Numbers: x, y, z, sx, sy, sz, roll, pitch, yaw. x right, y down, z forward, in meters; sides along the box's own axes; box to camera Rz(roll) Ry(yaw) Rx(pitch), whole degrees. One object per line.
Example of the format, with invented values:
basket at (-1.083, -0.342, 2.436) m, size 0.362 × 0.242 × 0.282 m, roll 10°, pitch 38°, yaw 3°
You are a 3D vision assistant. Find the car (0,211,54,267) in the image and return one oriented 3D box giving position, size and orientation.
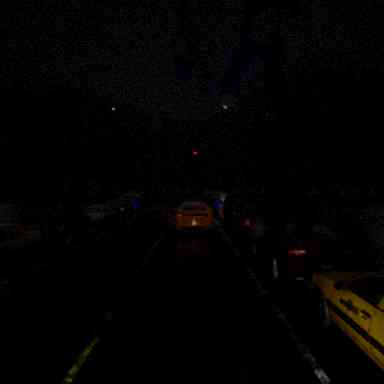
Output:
car at (-5.725, 1.493, 8.992) m, size 1.752 × 1.417 × 4.829 m, roll -1°, pitch 1°, yaw 0°

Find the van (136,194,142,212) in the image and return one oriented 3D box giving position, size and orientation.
van at (-5.678, 1.047, 30.908) m, size 1.690 × 1.788 × 3.998 m, roll -1°, pitch 1°, yaw 0°

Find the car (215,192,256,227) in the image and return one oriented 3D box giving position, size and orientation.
car at (2.822, 1.035, 20.012) m, size 2.192 × 1.841 × 5.009 m, roll -1°, pitch 1°, yaw 0°

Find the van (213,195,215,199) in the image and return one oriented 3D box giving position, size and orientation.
van at (2.834, 0.996, 25.450) m, size 1.690 × 1.788 × 3.998 m, roll -1°, pitch 1°, yaw 0°

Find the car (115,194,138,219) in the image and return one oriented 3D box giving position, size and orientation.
car at (-5.689, 1.211, 25.472) m, size 1.967 × 1.590 × 4.097 m, roll -1°, pitch 1°, yaw 0°

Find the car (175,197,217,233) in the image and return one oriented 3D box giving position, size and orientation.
car at (0.129, 1.258, 17.993) m, size 1.882 × 1.535 × 5.008 m, roll -1°, pitch 1°, yaw 1°

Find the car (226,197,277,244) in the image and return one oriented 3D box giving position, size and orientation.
car at (2.811, 1.225, 14.576) m, size 1.967 × 1.590 × 4.097 m, roll -1°, pitch 1°, yaw 0°

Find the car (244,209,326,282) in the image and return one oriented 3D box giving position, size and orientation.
car at (2.800, 1.395, 9.141) m, size 1.887 × 1.381 × 4.507 m, roll -1°, pitch 1°, yaw 0°

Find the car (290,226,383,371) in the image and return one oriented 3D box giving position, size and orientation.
car at (2.788, 1.439, 3.873) m, size 1.752 × 1.417 × 4.829 m, roll -1°, pitch 1°, yaw 0°

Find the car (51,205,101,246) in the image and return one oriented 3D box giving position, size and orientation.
car at (-5.711, 1.466, 14.599) m, size 1.947 × 1.339 × 4.313 m, roll -1°, pitch 1°, yaw 0°

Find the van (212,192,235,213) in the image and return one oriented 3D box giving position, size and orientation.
van at (2.847, 0.932, 30.887) m, size 1.690 × 1.788 × 3.998 m, roll -1°, pitch 1°, yaw 0°

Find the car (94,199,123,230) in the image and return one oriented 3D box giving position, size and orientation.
car at (-5.700, 1.362, 19.866) m, size 1.752 × 1.417 × 4.829 m, roll -1°, pitch 1°, yaw 0°
